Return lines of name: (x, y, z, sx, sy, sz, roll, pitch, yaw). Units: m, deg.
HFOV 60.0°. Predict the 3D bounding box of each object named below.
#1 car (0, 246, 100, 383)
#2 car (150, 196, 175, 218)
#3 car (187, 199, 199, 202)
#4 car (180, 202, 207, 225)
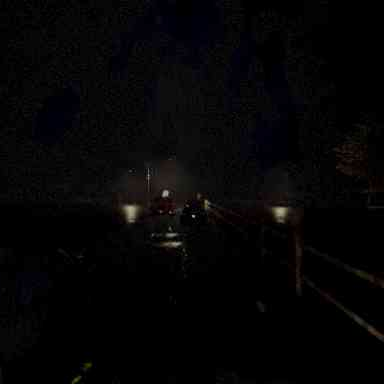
car: (-2.844, 1.572, 4.835, 2.033, 1.411, 5.357, 0, 0, 0)
car: (-2.839, 1.460, 33.070, 2.150, 2.045, 5.566, 0, -1, 0)
car: (0.112, 1.680, 41.024, 2.097, 1.767, 4.553, 0, -1, 0)
car: (0.108, 1.732, 25.931, 1.994, 1.385, 4.181, 0, -1, 0)
